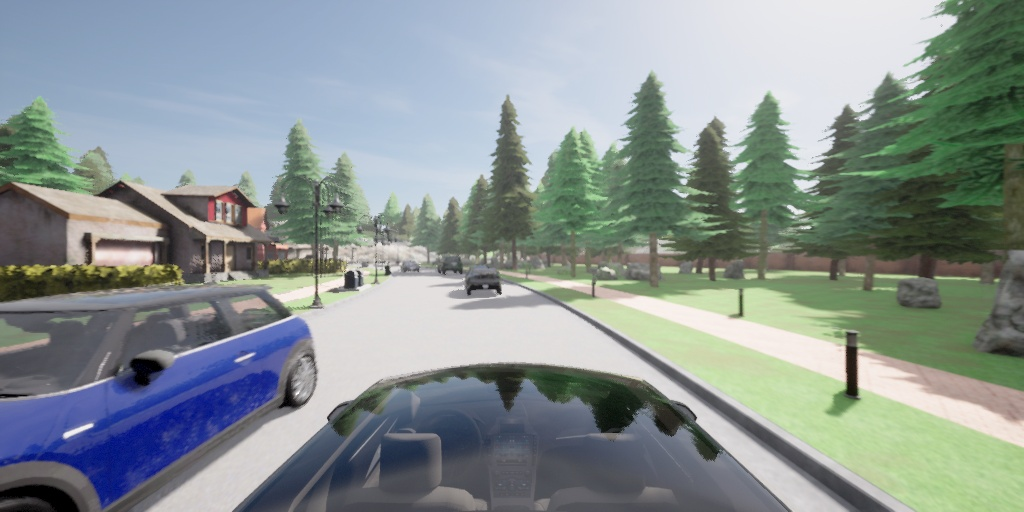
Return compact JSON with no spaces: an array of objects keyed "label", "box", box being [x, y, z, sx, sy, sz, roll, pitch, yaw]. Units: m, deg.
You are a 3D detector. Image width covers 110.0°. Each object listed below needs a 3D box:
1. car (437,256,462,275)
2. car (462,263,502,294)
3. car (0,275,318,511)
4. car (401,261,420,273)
[{"label":"car","box":[-7.007,1.031,40.432,2.150,2.045,5.566,0,0,-20]},{"label":"car","box":[-1.717,1.277,20.426,1.837,1.490,4.892,0,0,-9]},{"label":"car","box":[-3.744,1.120,3.146,2.097,1.767,4.553,0,0,-2]},{"label":"car","box":[-12.827,1.332,45.094,2.128,1.511,4.902,0,0,-23]}]
